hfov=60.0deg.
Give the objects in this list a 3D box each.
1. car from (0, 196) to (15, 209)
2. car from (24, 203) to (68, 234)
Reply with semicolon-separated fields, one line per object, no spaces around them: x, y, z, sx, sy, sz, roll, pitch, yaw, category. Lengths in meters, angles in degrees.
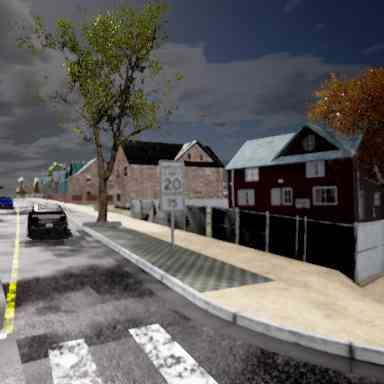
-22.625;1.246;40.193;1.882;1.535;5.008;0;0;-28;car
-7.967;1.355;18.150;2.128;1.511;4.902;0;0;-27;car
